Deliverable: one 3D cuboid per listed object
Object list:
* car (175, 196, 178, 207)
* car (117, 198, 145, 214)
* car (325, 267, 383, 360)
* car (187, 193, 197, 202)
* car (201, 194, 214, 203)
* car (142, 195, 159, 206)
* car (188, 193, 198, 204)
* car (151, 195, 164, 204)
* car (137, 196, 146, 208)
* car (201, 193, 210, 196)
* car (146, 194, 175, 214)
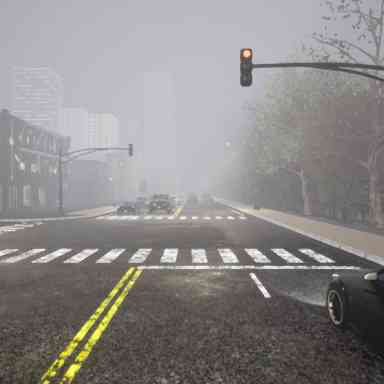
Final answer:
[{"bbox_3d":[-3.304,1.505,46.259,1.812,1.442,4.674,0,0,0],"label":"car"},{"bbox_3d":[-6.582,1.586,35.318,1.895,1.301,4.718,0,0,1],"label":"car"},{"bbox_3d":[3.352,1.563,4.257,1.994,1.385,4.181,0,0,0],"label":"car"},{"bbox_3d":[0.057,1.184,78.127,2.150,2.045,5.566,0,0,0],"label":"car"},{"bbox_3d":[3.399,1.568,66.895,1.895,1.301,4.718,0,0,0],"label":"car"},{"bbox_3d":[-6.550,1.327,53.118,2.097,1.767,4.553,0,0,0],"label":"car"},{"bbox_3d":[0.146,1.447,62.139,1.882,1.535,5.008,0,0,0],"label":"car"},{"bbox_3d":[-6.508,1.447,63.562,1.882,1.535,5.008,0,0,1],"label":"car"},{"bbox_3d":[-6.557,1.332,44.229,2.097,1.767,4.553,0,0,0],"label":"car"},{"bbox_3d":[3.306,1.185,76.875,2.150,2.045,5.566,0,0,0],"label":"car"},{"bbox_3d":[-3.314,1.206,36.269,2.150,2.045,5.566,0,0,0],"label":"car"}]
